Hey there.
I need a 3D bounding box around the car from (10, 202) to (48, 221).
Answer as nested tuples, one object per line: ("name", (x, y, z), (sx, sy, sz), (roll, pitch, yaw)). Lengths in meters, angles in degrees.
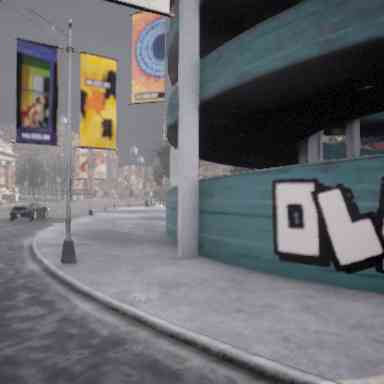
("car", (-14.071, 1.628, 28.910), (1.837, 1.490, 4.892), (0, -1, -6))
